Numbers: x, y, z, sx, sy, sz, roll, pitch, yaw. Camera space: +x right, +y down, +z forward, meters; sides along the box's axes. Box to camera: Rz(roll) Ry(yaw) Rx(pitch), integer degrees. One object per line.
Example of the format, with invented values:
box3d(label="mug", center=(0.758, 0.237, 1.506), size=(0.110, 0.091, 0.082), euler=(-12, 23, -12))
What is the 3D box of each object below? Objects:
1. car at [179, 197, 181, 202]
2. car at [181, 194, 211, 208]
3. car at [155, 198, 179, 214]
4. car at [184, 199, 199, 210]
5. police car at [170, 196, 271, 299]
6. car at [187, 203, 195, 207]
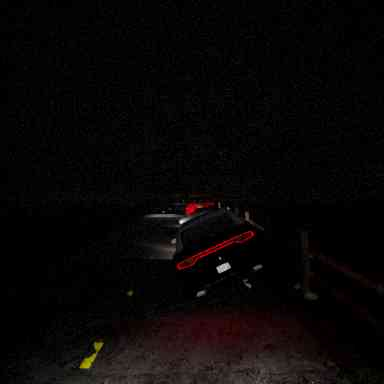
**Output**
box3d(label="car", center=(-2.875, 2.131, 85.177), size=(1.837, 1.490, 4.892), euler=(0, -1, 0))
box3d(label="car", center=(0.687, 1.239, 24.495), size=(2.150, 2.045, 5.566), euler=(-3, -2, 3))
box3d(label="car", center=(-2.905, 1.668, 36.571), size=(2.033, 1.411, 5.357), euler=(0, 0, 0))
box3d(label="car", center=(-0.055, 1.731, 46.487), size=(2.033, 1.411, 5.357), euler=(0, 0, 0))
box3d(label="police car", center=(0.488, 1.210, 8.672), size=(1.930, 1.638, 5.238), euler=(-25, 0, 0))
box3d(label="car", center=(0.799, 1.569, 18.552), size=(1.812, 1.442, 4.674), euler=(0, 0, 0))
